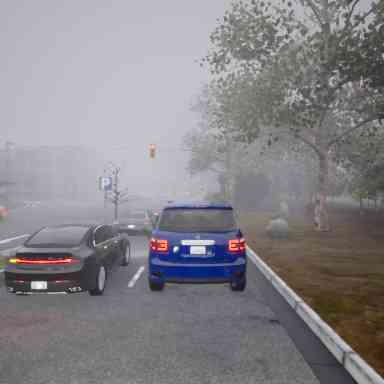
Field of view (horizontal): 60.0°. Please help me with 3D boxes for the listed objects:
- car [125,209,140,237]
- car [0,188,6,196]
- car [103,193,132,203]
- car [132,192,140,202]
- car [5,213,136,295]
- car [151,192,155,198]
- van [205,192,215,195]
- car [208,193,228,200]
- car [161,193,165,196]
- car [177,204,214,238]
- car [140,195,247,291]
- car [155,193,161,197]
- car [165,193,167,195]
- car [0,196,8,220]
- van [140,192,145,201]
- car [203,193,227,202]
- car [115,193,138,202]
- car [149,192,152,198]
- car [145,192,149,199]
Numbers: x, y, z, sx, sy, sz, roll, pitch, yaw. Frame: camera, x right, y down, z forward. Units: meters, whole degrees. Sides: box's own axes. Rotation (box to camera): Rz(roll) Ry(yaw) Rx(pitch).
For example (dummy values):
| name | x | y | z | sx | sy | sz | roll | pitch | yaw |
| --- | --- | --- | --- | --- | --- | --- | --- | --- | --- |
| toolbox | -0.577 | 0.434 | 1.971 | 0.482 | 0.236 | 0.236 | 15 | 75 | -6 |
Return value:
| name | x | y | z | sx | sy | sz | roll | pitch | yaw |
| --- | --- | --- | --- | --- | --- | --- | --- | --- | --- |
| car | -2.816 | 1.589 | 17.588 | 1.994 | 1.385 | 4.181 | 0 | 0 | 1 |
| car | -31.080 | 0.137 | 53.834 | 2.002 | 1.452 | 4.674 | 6 | -3 | -19 |
| car | -14.345 | 1.358 | 62.940 | 4.792 | 1.488 | 2.163 | -1 | 0 | -15 |
| car | -13.696 | 1.316 | 65.931 | 5.366 | 1.575 | 1.946 | -1 | 0 | -15 |
| car | -2.877 | 1.515 | 8.702 | 1.837 | 1.490 | 4.892 | 0 | 0 | 0 |
| car | -12.141 | 1.359 | 80.888 | 4.674 | 1.452 | 2.002 | -1 | 0 | -13 |
| van | 4.386 | 1.043 | 65.505 | 4.442 | 1.987 | 1.878 | 1 | 0 | -14 |
| car | 6.589 | 1.130 | 83.170 | 4.553 | 1.767 | 2.185 | 1 | 0 | -12 |
| car | -10.861 | 1.065 | 89.875 | 5.566 | 2.045 | 2.435 | -1 | 0 | -12 |
| car | 0.202 | 1.531 | 19.046 | 1.837 | 1.490 | 4.892 | 0 | 0 | 0 |
| car | 0.126 | 1.233 | 9.187 | 2.150 | 2.045 | 5.566 | 0 | 0 | 0 |
| car | -11.316 | 1.358 | 86.869 | 4.674 | 1.452 | 2.002 | -1 | 0 | -12 |
| car | -10.435 | 1.316 | 92.853 | 5.008 | 1.535 | 2.097 | -1 | 0 | -11 |
| car | -16.588 | 1.404 | 25.137 | 4.553 | 1.767 | 2.185 | -1 | 0 | -19 |
| van | -13.127 | 1.093 | 71.922 | 4.442 | 1.987 | 1.878 | -1 | 0 | -14 |
| car | 4.775 | 1.142 | 68.474 | 4.553 | 1.767 | 2.185 | 1 | 0 | -14 |
| car | -13.598 | 1.196 | 68.883 | 4.553 | 1.767 | 2.185 | -1 | 0 | -14 |
| car | -12.517 | 1.360 | 77.887 | 4.674 | 1.452 | 2.002 | -1 | 0 | -13 |
| car | -12.895 | 1.322 | 74.893 | 4.892 | 1.521 | 2.231 | -1 | 0 | -13 |
